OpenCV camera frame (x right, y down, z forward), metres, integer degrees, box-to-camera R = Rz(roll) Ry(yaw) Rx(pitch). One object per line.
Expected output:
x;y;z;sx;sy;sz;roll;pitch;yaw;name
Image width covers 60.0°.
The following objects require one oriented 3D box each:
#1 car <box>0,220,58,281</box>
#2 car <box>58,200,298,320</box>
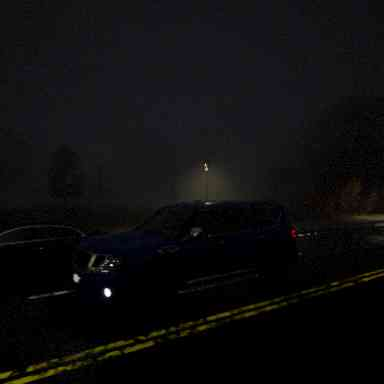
-4.408;1.501;8.532;4.902;1.511;2.128;0;0;-35;car
0.109;1.243;7.760;5.566;2.045;2.150;0;0;-36;car
